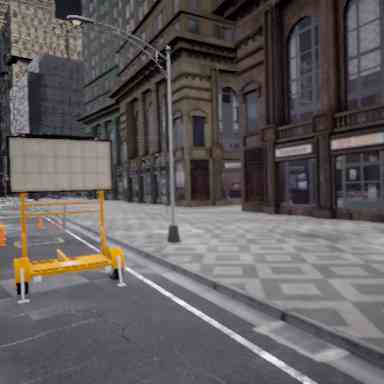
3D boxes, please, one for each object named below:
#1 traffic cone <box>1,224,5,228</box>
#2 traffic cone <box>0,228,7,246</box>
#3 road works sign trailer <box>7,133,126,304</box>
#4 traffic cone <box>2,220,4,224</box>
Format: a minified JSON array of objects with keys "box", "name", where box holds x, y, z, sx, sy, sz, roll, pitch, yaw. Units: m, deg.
[{"box":[-8.819,1.921,15.485,0.340,0.580,0.340,-2,1,-30],"name":"traffic cone"},{"box":[-7.833,1.923,13.746,0.340,0.580,0.340,-2,1,-30],"name":"traffic cone"},{"box":[-3.215,0.399,8.335,2.380,3.560,2.880,-2,1,-29],"name":"road works sign trailer"},{"box":[-9.806,1.918,17.225,0.340,0.580,0.340,-2,1,-30],"name":"traffic cone"}]
